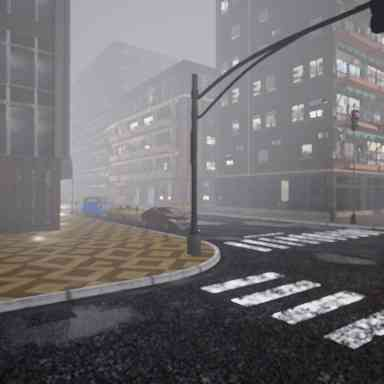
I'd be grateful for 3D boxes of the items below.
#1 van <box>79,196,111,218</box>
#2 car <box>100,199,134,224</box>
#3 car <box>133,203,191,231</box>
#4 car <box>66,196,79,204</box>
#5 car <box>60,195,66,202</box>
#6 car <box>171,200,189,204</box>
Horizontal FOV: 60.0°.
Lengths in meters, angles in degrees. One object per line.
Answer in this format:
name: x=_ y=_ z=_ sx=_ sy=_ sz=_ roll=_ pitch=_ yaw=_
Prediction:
van: x=-8.215 y=1.264 z=29.090 sx=1.690 sy=1.788 sz=3.998 roll=0 pitch=0 yaw=-36
car: x=-4.811 y=1.458 z=24.352 sx=1.752 sy=1.417 sz=4.829 roll=0 pitch=0 yaw=-36
car: x=-1.607 y=1.525 z=19.891 sx=1.802 sy=1.307 sz=4.206 roll=0 pitch=0 yaw=-36
car: x=-21.337 y=1.445 z=61.715 sx=1.752 sy=1.417 sz=4.829 roll=0 pitch=0 yaw=-36
car: x=-27.847 y=1.358 z=70.776 sx=1.967 sy=1.590 sz=4.097 roll=0 pitch=0 yaw=-36
car: x=-1.509 y=1.486 z=34.117 sx=1.752 sy=1.417 sz=4.829 roll=0 pitch=0 yaw=-36
